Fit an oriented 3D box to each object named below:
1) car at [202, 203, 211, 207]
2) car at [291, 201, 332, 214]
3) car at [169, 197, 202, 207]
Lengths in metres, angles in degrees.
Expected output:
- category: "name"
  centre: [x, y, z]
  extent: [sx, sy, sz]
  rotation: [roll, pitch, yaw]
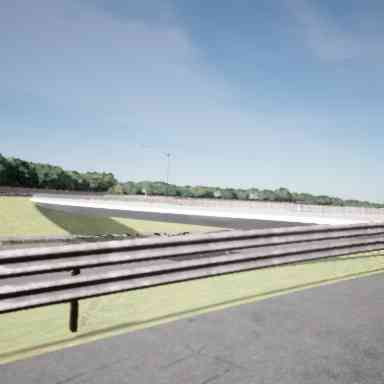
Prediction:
- category: "car"
  centre: [0.790, 1.907, 54.885]
  extent: [5.008, 1.535, 1.882]
  rotation: [1, -2, 36]
- category: "car"
  centre: [14.051, 1.908, 39.100]
  extent: [4.553, 1.767, 2.097]
  rotation: [2, -2, 24]
- category: "car"
  centre: [-1.263, 1.642, 52.061]
  extent: [4.553, 1.767, 2.097]
  rotation: [1, -2, 36]
